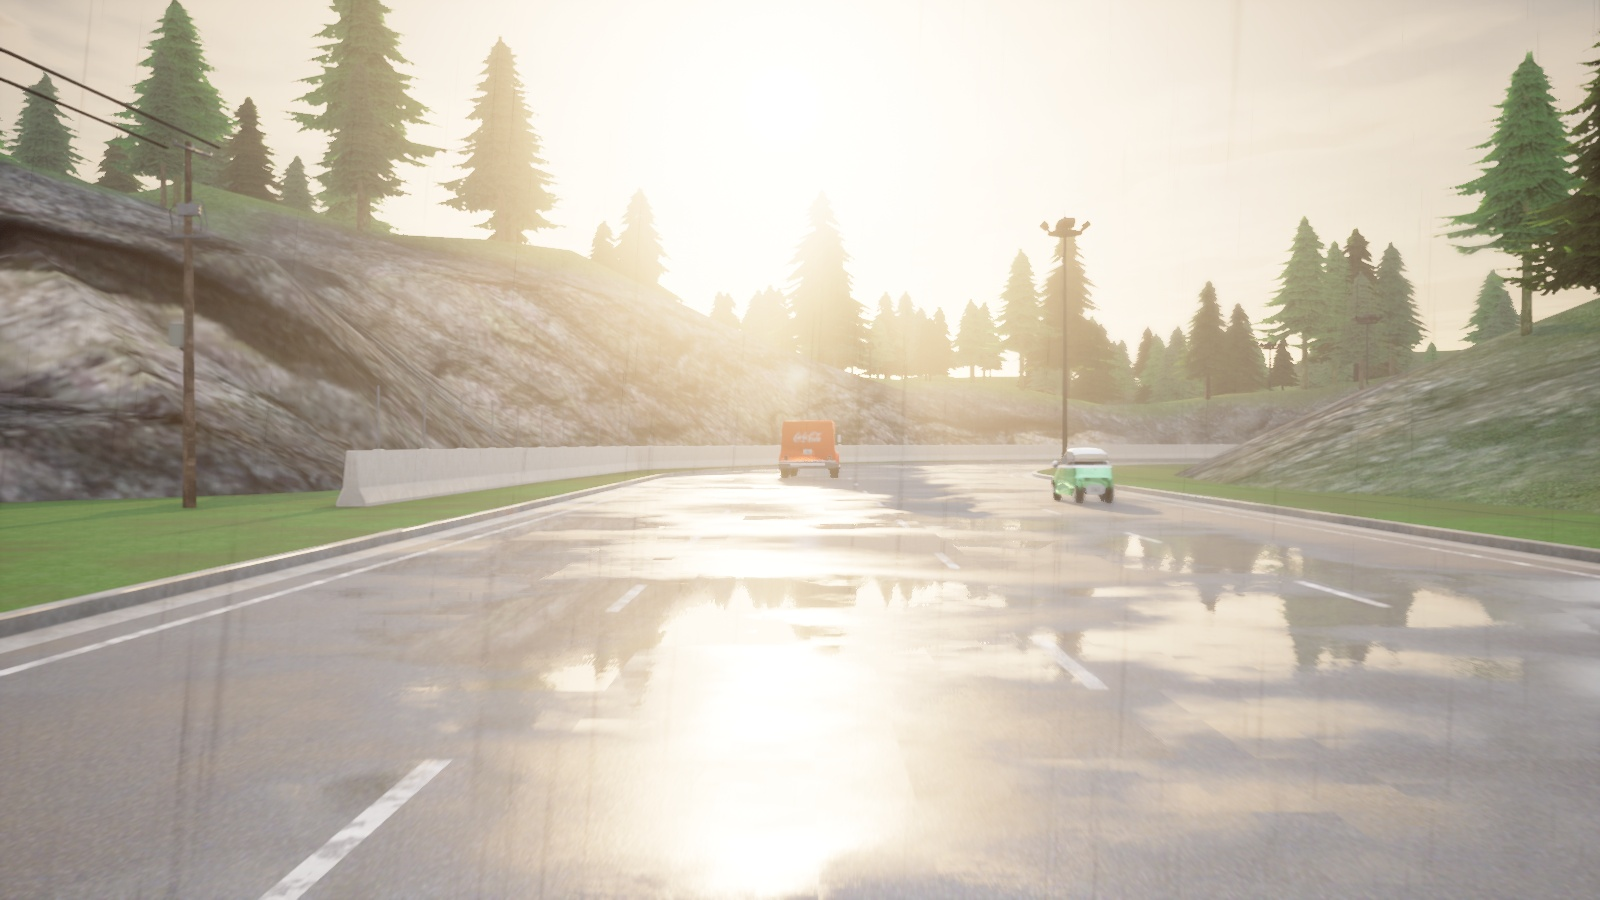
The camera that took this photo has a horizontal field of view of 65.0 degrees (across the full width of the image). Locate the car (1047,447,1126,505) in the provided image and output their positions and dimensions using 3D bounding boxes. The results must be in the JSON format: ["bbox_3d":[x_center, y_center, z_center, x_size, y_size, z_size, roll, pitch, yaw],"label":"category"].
[{"bbox_3d":[7.196,0.628,31.692,1.481,1.376,2.207,0,1,0],"label":"car"}]

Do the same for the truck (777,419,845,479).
[{"bbox_3d":[0.534,-0.050,55.022,2.627,2.467,5.204,0,0,4],"label":"truck"}]
